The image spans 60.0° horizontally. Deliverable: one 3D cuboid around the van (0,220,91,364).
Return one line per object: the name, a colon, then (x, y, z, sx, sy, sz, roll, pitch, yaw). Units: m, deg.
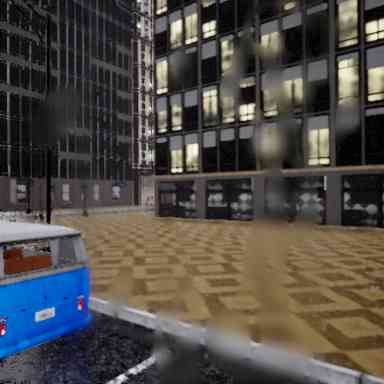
van: (-3.421, 1.366, 5.414, 3.998, 1.788, 1.690, 0, 0, 35)
